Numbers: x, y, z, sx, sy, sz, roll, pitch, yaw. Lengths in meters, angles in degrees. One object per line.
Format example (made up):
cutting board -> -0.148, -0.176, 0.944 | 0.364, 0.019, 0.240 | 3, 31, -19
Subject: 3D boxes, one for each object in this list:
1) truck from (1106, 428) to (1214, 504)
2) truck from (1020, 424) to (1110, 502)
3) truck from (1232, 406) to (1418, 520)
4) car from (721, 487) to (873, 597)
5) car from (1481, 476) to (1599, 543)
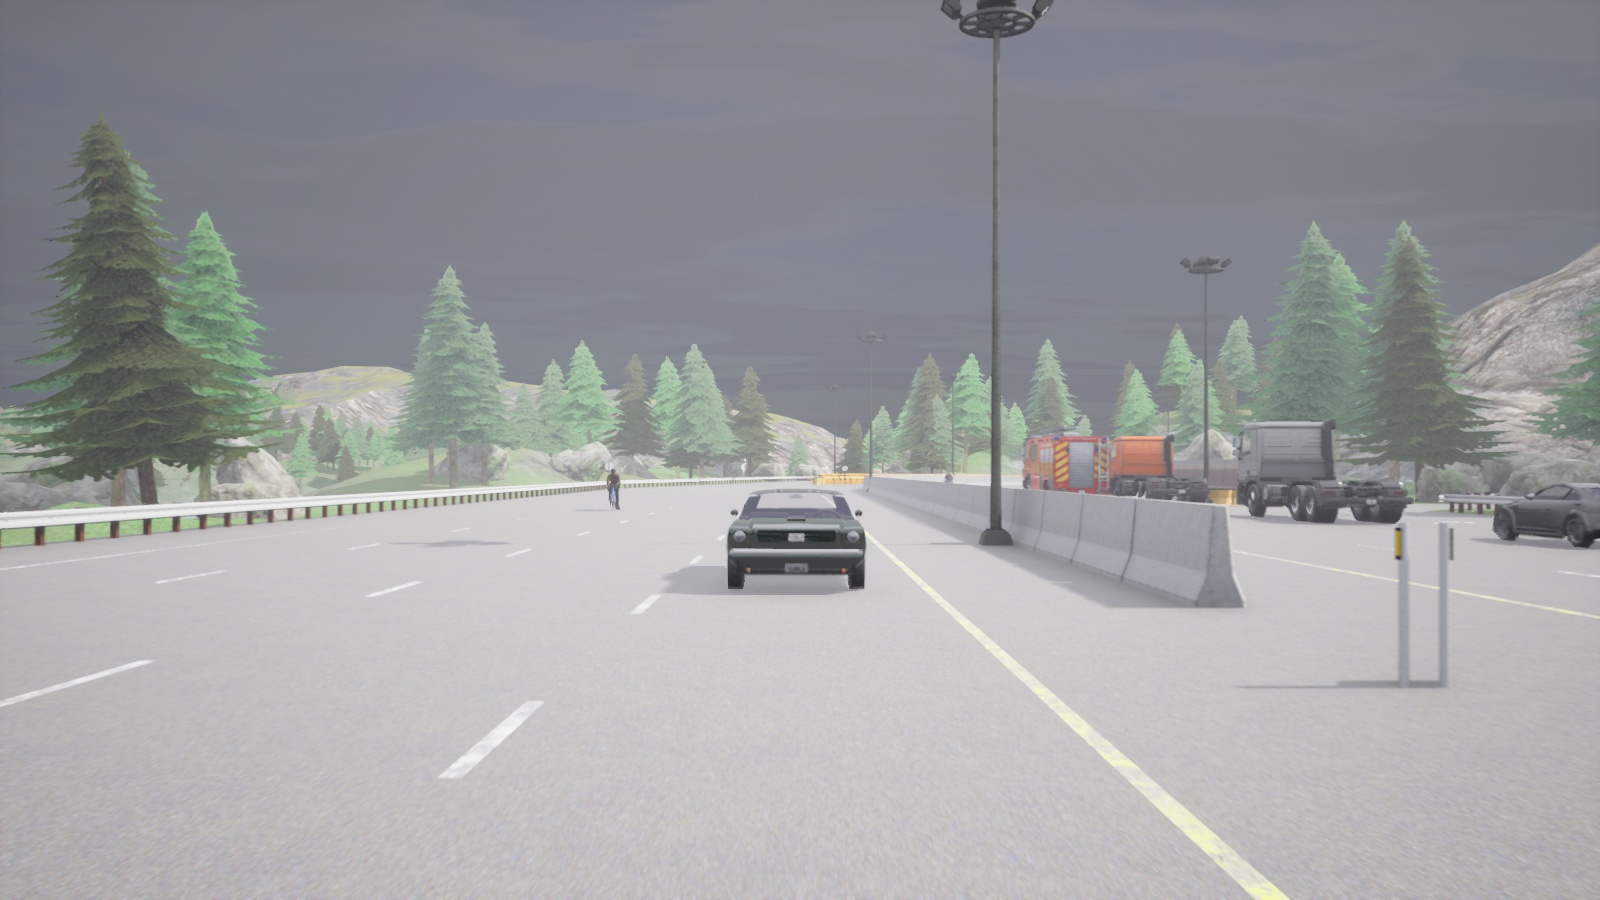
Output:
truck -> 17.307, 0.784, 60.974 | 2.891, 3.462, 7.936 | 0, -1, 0
truck -> 13.782, 0.700, 66.008 | 2.891, 3.827, 8.468 | 0, -1, 0
truck -> 17.395, 0.471, 42.287 | 2.891, 3.462, 7.936 | 0, -1, 0
car -> -0.042, 1.217, 18.063 | 1.895, 1.301, 4.718 | 0, -1, 0
car -> 17.434, 1.281, 28.192 | 1.994, 1.385, 4.181 | 0, -1, 0
